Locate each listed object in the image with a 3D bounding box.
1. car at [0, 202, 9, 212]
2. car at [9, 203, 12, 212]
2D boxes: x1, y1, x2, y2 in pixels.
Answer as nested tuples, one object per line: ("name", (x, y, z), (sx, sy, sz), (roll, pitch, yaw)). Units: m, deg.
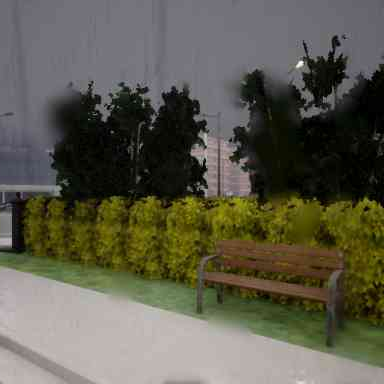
("car", (-19.754, 1.520, 37.455), (1.994, 1.385, 4.181), (0, 0, 35))
("car", (-16.616, 1.480, 35.837), (1.812, 1.442, 4.674), (0, 0, 35))
